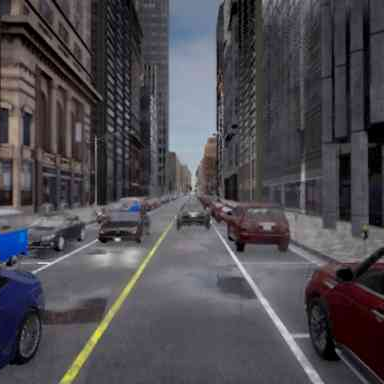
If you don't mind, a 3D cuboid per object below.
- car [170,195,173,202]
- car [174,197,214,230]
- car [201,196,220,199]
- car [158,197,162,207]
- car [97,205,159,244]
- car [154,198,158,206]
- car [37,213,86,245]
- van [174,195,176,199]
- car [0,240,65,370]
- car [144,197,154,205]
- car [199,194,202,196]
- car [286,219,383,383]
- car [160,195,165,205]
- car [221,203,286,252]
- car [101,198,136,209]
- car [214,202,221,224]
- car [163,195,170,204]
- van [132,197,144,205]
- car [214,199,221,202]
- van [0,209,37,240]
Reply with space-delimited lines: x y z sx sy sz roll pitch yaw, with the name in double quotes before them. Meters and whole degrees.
"car" -5.894 1.530 70.447 2.192 1.841 5.009 1 0 0
"car" 0.084 1.432 22.054 2.097 1.767 4.553 0 0 0
"car" 2.650 1.457 42.326 2.192 1.841 5.009 1 0 0
"car" -5.882 1.701 47.948 1.887 1.381 4.507 1 0 0
"car" -3.090 1.611 16.472 2.033 1.411 5.357 0 0 0
"car" -5.878 1.692 42.323 2.008 1.369 4.403 1 0 0
"car" -5.860 1.606 14.199 2.008 1.369 4.403 1 0 0
"van" -5.906 1.599 87.321 1.690 1.788 3.998 1 0 0
"car" -3.074 1.539 3.179 1.812 1.442 4.674 0 0 1
"car" -5.872 1.440 36.699 2.192 1.841 5.009 1 0 0
"car" 2.643 1.487 53.575 2.192 1.841 5.009 1 0 0
"car" 2.675 1.328 2.954 2.192 1.841 5.009 1 0 0
"car" -5.885 1.697 53.403 1.752 1.417 4.829 1 0 0
"car" 2.668 1.371 14.203 2.192 1.841 5.009 1 0 0
"car" -5.866 1.531 25.450 1.967 1.590 4.097 1 0 0
"car" 2.658 1.674 25.451 1.802 1.307 4.206 1 0 0
"car" -5.893 1.745 64.822 1.887 1.381 4.507 1 0 0
"van" -5.869 1.449 31.074 1.690 1.788 3.998 1 0 0
"car" 2.655 1.653 31.076 1.887 1.381 4.507 1 0 0
"van" -5.854 1.376 8.576 1.690 1.788 3.998 1 0 0
